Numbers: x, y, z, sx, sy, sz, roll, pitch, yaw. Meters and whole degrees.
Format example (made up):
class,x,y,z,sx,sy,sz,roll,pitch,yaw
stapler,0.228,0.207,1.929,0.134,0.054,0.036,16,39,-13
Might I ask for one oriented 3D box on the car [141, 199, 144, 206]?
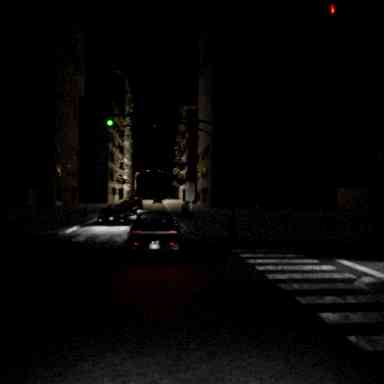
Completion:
class,x,y,z,sx,sy,sz,roll,pitch,yaw
car,-7.476,1.500,44.249,2.128,1.511,4.902,1,0,-5

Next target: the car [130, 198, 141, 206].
class,x,y,z,sx,sy,sz,roll,pitch,yaw
car,-6.473,1.523,33.873,1.812,1.442,4.674,1,0,-6

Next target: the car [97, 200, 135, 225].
class,x,y,z,sx,sy,sz,roll,pitch,yaw
car,-5.482,1.552,23.853,1.994,1.385,4.181,1,0,-5

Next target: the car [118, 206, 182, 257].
class,x,y,z,sx,sy,sz,roll,pitch,yaw
car,-1.428,1.511,12.947,2.128,1.511,4.902,1,0,-6

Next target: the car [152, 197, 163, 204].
class,x,y,z,sx,sy,sz,roll,pitch,yaw
car,-6.615,1.600,63.915,1.812,1.442,4.674,1,0,-6
